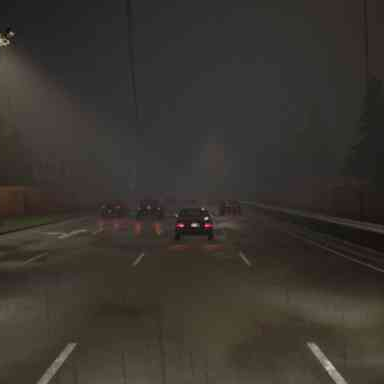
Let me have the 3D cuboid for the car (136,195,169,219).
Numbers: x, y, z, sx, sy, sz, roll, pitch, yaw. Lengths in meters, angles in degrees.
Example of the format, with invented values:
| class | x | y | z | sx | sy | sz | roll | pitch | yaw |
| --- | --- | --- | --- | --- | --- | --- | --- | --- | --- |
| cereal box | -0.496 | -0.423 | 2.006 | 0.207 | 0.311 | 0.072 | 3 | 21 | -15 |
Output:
| class | x | y | z | sx | sy | sz | roll | pitch | yaw |
| --- | --- | --- | --- | --- | --- | --- | --- | --- | --- |
| car | -3.405 | 1.277 | 28.362 | 2.097 | 1.767 | 4.553 | 0 | 0 | 0 |

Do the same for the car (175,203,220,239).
| class | x | y | z | sx | sy | sz | roll | pitch | yaw |
| --- | --- | --- | --- | --- | --- | --- | --- | --- | --- |
| car | 0.097 | 1.501 | 17.153 | 2.033 | 1.411 | 5.357 | 0 | 0 | 0 |

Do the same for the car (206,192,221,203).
| class | x | y | z | sx | sy | sz | roll | pitch | yaw |
| --- | --- | --- | --- | --- | --- | --- | --- | --- | --- |
| car | 3.492 | 1.079 | 53.960 | 2.150 | 2.045 | 5.566 | 0 | 0 | 0 |

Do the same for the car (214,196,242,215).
| class | x | y | z | sx | sy | sz | roll | pitch | yaw |
| --- | --- | --- | --- | --- | --- | --- | --- | --- | --- |
| car | 3.594 | 1.403 | 32.126 | 2.128 | 1.511 | 4.902 | 0 | 0 | 0 |

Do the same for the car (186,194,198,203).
| class | x | y | z | sx | sy | sz | roll | pitch | yaw |
| --- | --- | --- | --- | --- | --- | --- | --- | --- | --- |
| car | -0.009 | 1.456 | 54.256 | 1.895 | 1.301 | 4.718 | 0 | 0 | 0 |

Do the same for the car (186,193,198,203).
| class | x | y | z | sx | sy | sz | roll | pitch | yaw |
| --- | --- | --- | --- | --- | --- | --- | --- | --- | --- |
| car | -0.011 | 1.184 | 64.318 | 2.097 | 1.767 | 4.553 | 0 | 0 | 0 |

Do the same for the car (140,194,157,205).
| class | x | y | z | sx | sy | sz | roll | pitch | yaw |
| --- | --- | --- | --- | --- | --- | --- | --- | --- | --- |
| car | -7.008 | 1.207 | 54.235 | 2.097 | 1.767 | 4.553 | 0 | 0 | 0 |

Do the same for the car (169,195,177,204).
| class | x | y | z | sx | sy | sz | roll | pitch | yaw |
| --- | --- | --- | --- | --- | --- | --- | --- | --- | --- |
| car | -3.509 | 1.207 | 54.216 | 2.097 | 1.767 | 4.553 | 0 | 0 | 0 |

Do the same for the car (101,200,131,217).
| class | x | y | z | sx | sy | sz | roll | pitch | yaw |
| --- | --- | --- | --- | --- | --- | --- | --- | --- | --- |
| car | -6.906 | 1.445 | 30.280 | 1.812 | 1.442 | 4.674 | 0 | 0 | 0 |
